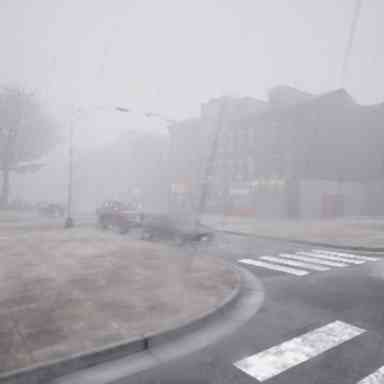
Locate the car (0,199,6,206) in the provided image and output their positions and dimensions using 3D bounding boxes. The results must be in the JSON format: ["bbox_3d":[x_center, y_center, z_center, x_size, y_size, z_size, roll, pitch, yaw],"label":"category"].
[{"bbox_3d":[-42.835,2.262,73.930,1.967,1.590,4.097,1,-1,-36],"label":"car"}]

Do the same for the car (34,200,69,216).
[{"bbox_3d":[-14.843,1.727,34.992,1.837,1.490,4.892,2,-1,-36],"label":"car"}]

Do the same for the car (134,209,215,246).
[{"bbox_3d":[-0.742,1.637,15.626,1.947,1.339,4.313,0,-1,-36],"label":"car"}]

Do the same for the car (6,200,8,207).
[{"bbox_3d":[-33.117,2.172,60.468,1.802,1.307,4.206,1,-1,-36],"label":"car"}]

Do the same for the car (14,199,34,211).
[{"bbox_3d":[-23.400,1.809,47.020,1.967,1.590,4.097,1,-1,-36],"label":"car"}]

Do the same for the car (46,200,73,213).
[{"bbox_3d":[-17.136,1.847,42.953,2.128,1.511,4.902,2,-2,-35],"label":"car"}]

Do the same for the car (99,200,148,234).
[{"bbox_3d":[-3.964,1.419,20.111,2.192,1.841,5.009,1,-1,-36],"label":"car"}]

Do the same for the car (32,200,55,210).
[{"bbox_3d":[-22.514,1.946,50.311,2.128,1.511,4.902,2,-2,-36],"label":"car"}]

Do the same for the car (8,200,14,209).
[{"bbox_3d":[-26.639,1.876,51.504,1.967,1.590,4.097,1,-1,-36],"label":"car"}]
